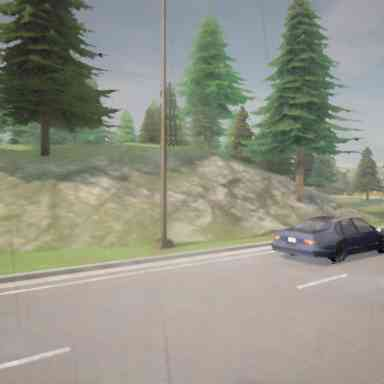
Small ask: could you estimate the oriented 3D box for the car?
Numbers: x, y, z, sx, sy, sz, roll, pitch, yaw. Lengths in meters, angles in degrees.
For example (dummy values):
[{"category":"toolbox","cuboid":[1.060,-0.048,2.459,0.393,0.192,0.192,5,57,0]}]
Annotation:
[{"category":"car","cuboid":[5.183,1.541,11.848,5.357,1.411,2.033,0,0,-35]}]
